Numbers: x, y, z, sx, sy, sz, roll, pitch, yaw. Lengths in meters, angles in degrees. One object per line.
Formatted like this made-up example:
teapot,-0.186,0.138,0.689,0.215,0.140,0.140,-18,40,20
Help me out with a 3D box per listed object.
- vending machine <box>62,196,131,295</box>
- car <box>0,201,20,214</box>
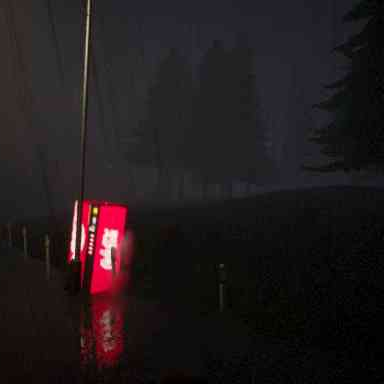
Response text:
vending machine,-2.291,1.228,8.017,0.880,2.100,1.100,6,0,44
car,-22.453,1.814,39.423,2.033,1.411,5.357,4,-1,-3
